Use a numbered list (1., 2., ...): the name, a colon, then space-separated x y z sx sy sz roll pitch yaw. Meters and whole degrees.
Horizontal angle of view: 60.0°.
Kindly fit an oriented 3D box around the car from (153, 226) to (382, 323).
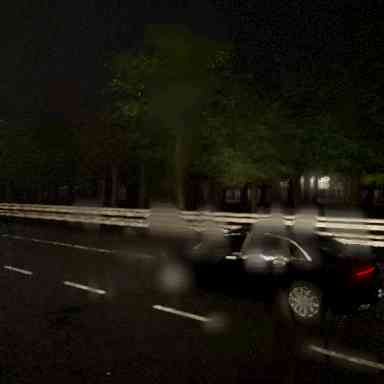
1. car: 1.310 1.507 7.235 4.892 1.490 1.837 0 0 36
